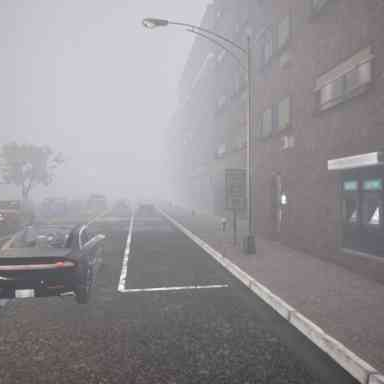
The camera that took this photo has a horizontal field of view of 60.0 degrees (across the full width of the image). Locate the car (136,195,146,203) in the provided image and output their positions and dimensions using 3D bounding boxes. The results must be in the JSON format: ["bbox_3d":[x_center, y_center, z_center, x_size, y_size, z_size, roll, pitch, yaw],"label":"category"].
[{"bbox_3d":[-11.045,1.415,71.478,1.967,1.590,4.097,1,0,-9],"label":"car"}]

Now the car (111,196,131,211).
[{"bbox_3d":[-8.687,1.530,41.280,1.812,1.442,4.674,0,0,-9],"label":"car"}]

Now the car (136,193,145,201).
[{"bbox_3d":[-12.898,1.275,82.617,2.192,1.841,5.009,1,0,-9],"label":"car"}]

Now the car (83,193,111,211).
[{"bbox_3d":[-11.946,1.227,42.188,2.150,2.045,5.566,0,0,-9],"label":"car"}]

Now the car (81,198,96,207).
[{"bbox_3d":[-16.528,1.581,53.371,1.802,1.307,4.206,1,0,-9],"label":"car"}]

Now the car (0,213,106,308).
[{"bbox_3d":[-3.210,1.495,7.989,2.128,1.511,4.902,0,0,-9],"label":"car"}]

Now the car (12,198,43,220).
[{"bbox_3d":[-10.963,1.327,19.952,2.192,1.841,5.009,0,0,-9],"label":"car"}]

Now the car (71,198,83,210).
[{"bbox_3d":[-14.673,1.589,42.231,1.802,1.307,4.206,0,0,-9],"label":"car"}]

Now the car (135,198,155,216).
[{"bbox_3d":[-4.555,1.556,32.487,2.008,1.369,4.403,0,0,-9],"label":"car"}]

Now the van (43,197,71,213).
[{"bbox_3d":[-12.817,1.352,31.091,1.690,1.788,3.998,0,0,-9],"label":"van"}]

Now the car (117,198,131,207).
[{"bbox_3d":[-10.370,1.598,51.143,1.895,1.301,4.718,0,0,-9],"label":"car"}]

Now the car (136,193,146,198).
[{"bbox_3d":[-10.118,1.421,65.909,1.967,1.590,4.097,0,0,-9],"label":"car"}]

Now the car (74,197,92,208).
[{"bbox_3d":[-15.573,1.529,47.633,1.752,1.417,4.829,0,0,-9],"label":"car"}]

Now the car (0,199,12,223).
[{"bbox_3d":[-10.035,1.325,14.382,2.192,1.841,5.009,0,0,-9],"label":"car"}]

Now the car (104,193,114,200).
[{"bbox_3d":[-23.016,1.263,92.359,2.192,1.841,5.009,1,0,-9],"label":"car"}]
